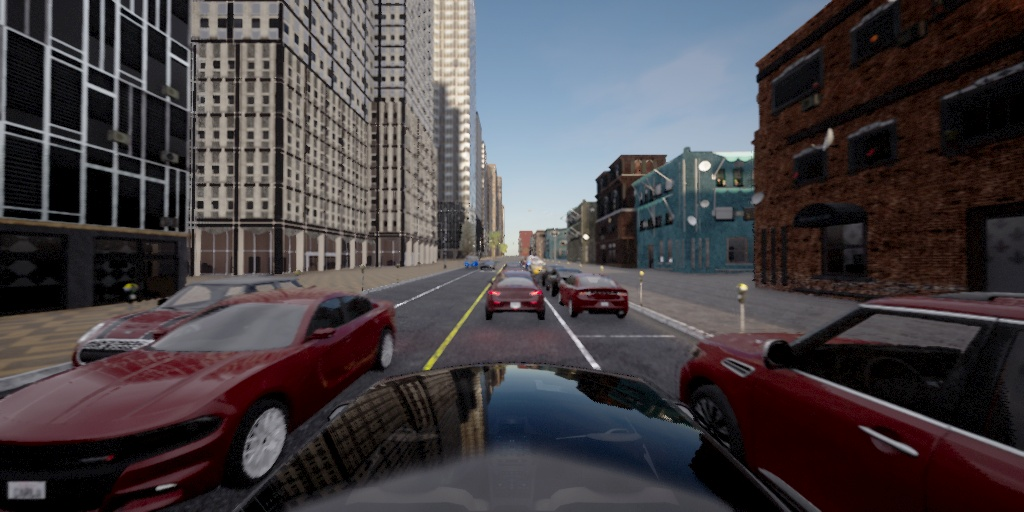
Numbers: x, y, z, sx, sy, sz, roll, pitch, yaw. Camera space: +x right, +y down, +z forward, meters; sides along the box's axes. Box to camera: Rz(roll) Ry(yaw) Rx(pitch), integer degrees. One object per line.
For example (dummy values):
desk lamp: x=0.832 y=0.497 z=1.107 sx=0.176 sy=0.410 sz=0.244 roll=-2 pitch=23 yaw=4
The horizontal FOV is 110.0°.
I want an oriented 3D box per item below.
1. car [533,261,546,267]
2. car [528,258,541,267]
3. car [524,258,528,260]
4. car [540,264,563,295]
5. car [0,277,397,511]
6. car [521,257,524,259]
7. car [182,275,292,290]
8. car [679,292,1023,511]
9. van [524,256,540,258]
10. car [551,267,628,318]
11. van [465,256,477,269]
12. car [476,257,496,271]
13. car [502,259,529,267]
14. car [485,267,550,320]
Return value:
car: x=2.692 y=1.235 z=23.762 sx=1.948 sy=1.339 sz=4.313 roll=0 pitch=0 yaw=0
car: x=2.692 y=1.155 z=34.424 sx=1.751 sy=1.417 sz=4.829 roll=0 pitch=0 yaw=0
car: x=2.693 y=1.159 z=39.732 sx=2.007 sy=1.370 sz=4.403 roll=0 pitch=0 yaw=0
car: x=2.692 y=1.256 z=18.219 sx=1.948 sy=1.339 sz=4.313 roll=0 pitch=0 yaw=0
car: x=-3.101 y=1.217 z=4.788 sx=1.882 sy=1.535 sz=5.008 roll=0 pitch=0 yaw=0
car: x=2.692 y=1.004 z=50.687 sx=1.967 sy=1.591 sz=4.097 roll=0 pitch=0 yaw=0
car: x=-5.689 y=1.171 z=7.123 sx=1.967 sy=1.591 sz=4.097 roll=0 pitch=0 yaw=0
car: x=2.692 y=1.065 z=1.580 sx=2.192 sy=1.841 sz=5.009 roll=0 pitch=0 yaw=0
van: x=2.693 y=0.927 z=45.210 sx=1.690 sy=1.789 sz=3.998 roll=0 pitch=0 yaw=0
car: x=2.692 y=1.256 z=12.673 sx=1.888 sy=1.381 sz=4.507 roll=0 pitch=0 yaw=0
van: x=-5.688 y=0.905 z=50.684 sx=1.690 sy=1.789 sz=3.998 roll=0 pitch=0 yaw=0
car: x=-3.088 y=1.130 z=46.174 sx=2.033 sy=1.411 sz=5.357 roll=0 pitch=0 yaw=0
car: x=0.104 y=1.210 z=29.137 sx=1.994 sy=1.385 sz=4.181 roll=0 pitch=0 yaw=0
car: x=0.099 y=1.239 z=12.386 sx=1.812 sy=1.442 sz=4.674 roll=0 pitch=-1 yaw=0
